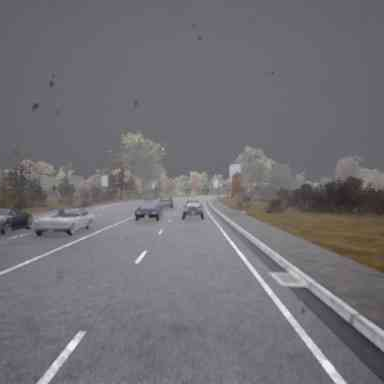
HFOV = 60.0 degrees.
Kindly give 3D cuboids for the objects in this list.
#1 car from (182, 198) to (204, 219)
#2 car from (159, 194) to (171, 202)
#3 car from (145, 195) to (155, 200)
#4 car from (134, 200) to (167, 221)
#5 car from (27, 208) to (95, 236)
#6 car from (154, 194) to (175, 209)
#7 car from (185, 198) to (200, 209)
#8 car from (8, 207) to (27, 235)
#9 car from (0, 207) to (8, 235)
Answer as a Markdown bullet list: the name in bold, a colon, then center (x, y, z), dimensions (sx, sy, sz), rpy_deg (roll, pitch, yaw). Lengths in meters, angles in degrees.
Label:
- **car**: center (0.094, 1.508, 29.078), dimensions (1.812, 1.442, 4.674), rpy_deg (0, 0, 0)
- **car**: center (-6.006, 1.263, 75.398), dimensions (2.097, 1.767, 4.553), rpy_deg (0, 0, 3)
- **car**: center (-9.501, 1.431, 75.580), dimensions (2.128, 1.511, 4.902), rpy_deg (0, 0, 3)
- **car**: center (-3.406, 1.585, 27.181), dimensions (1.895, 1.301, 4.718), rpy_deg (0, 0, 0)
- **car**: center (-7.006, 1.589, 18.641), dimensions (1.895, 1.301, 4.718), rpy_deg (0, 0, 0)
- **car**: center (-3.399, 1.465, 44.779), dimensions (2.128, 1.511, 4.902), rpy_deg (0, 0, 1)
- **car**: center (0.102, 1.537, 44.848), dimensions (1.994, 1.385, 4.181), rpy_deg (0, 0, 1)
- **car**: center (-10.506, 1.553, 18.447), dimensions (1.994, 1.385, 4.181), rpy_deg (0, 0, 0)
- **car**: center (-7.057, 1.347, 8.393), dimensions (2.097, 1.767, 4.553), rpy_deg (0, 0, 0)
